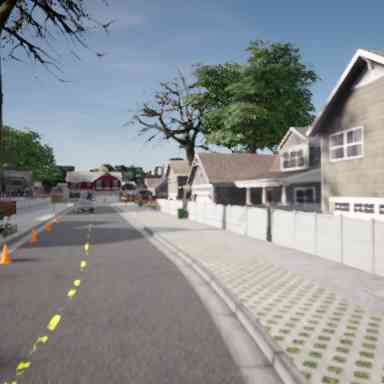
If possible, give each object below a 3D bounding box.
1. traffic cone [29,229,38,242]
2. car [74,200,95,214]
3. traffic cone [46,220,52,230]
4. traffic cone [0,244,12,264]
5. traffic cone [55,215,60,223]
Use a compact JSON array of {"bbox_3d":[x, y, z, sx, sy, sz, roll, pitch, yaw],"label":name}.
[{"bbox_3d":[-7.485,2.030,15.713,0.340,0.580,0.340,-1,0,-16],"label":"traffic cone"},{"bbox_3d":[-11.872,1.618,36.746,1.837,1.490,4.892,0,0,-22],"label":"car"},{"bbox_3d":[-8.865,2.044,20.519,0.340,0.580,0.340,-1,0,-16],"label":"traffic cone"},{"bbox_3d":[-6.105,2.015,10.907,0.340,0.580,0.340,0,0,-16],"label":"traffic cone"},{"bbox_3d":[-10.245,2.058,25.324,0.340,0.580,0.340,-1,0,-16],"label":"traffic cone"}]
